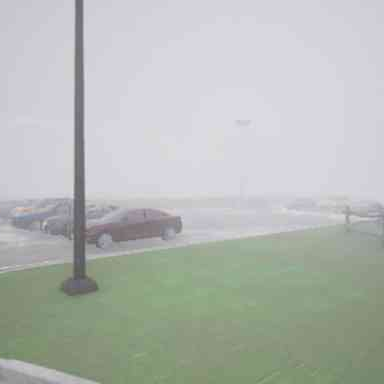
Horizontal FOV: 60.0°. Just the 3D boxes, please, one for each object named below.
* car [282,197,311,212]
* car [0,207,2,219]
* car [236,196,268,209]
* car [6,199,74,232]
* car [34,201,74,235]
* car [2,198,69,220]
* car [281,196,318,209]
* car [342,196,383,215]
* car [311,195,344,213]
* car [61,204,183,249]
[{"bbox_3d":[12.079,1.296,36.358,4.892,1.490,1.837,0,1,-41],"label":"car"},{"bbox_3d":[-11.946,1.323,24.848,4.902,1.511,2.128,0,0,-41],"label":"car"},{"bbox_3d":[7.555,1.244,41.698,4.902,1.511,2.128,0,0,-41],"label":"car"},{"bbox_3d":[-7.626,1.349,19.329,5.008,1.535,1.882,0,0,-41],"label":"car"},{"bbox_3d":[-5.008,1.380,16.966,4.902,1.511,2.128,0,0,-41],"label":"car"},{"bbox_3d":[-9.690,1.203,22.170,4.553,1.767,2.097,0,0,-41],"label":"car"},{"bbox_3d":[13.740,1.304,42.381,5.357,1.411,2.033,0,0,-40],"label":"car"},{"bbox_3d":[15.909,1.358,30.407,4.674,1.442,1.812,0,0,-41],"label":"car"},{"bbox_3d":[14.591,1.161,33.898,4.553,1.767,2.097,0,0,-41],"label":"car"},{"bbox_3d":[-2.676,1.385,14.357,5.008,1.535,1.882,-1,1,-41],"label":"car"}]
